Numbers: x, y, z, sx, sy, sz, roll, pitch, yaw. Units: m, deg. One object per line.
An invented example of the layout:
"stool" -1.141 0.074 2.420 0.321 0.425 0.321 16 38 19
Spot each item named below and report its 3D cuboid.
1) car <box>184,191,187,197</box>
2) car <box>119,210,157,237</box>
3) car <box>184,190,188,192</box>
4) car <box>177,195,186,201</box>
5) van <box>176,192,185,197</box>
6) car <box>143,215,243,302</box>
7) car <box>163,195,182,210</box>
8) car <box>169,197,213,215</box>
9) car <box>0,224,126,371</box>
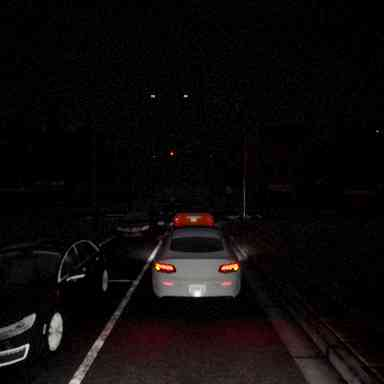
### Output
"car" -2.756 1.343 71.201 2.192 1.841 5.009 -1 0 0
"car" -2.680 1.591 16.725 1.802 1.307 4.206 -2 0 0
"car" -2.778 1.178 93.371 2.192 1.841 5.009 -1 1 0
"car" -2.768 1.472 87.822 2.008 1.369 4.403 -1 0 0
"van" -2.748 1.392 65.658 1.690 1.788 3.998 -1 0 0
"car" 0.090 1.527 8.123 1.812 1.442 4.674 0 0 0
"car" -2.721 1.505 43.502 1.967 1.590 4.097 -2 0 0
"car" 0.076 1.362 18.086 2.097 1.767 4.553 0 0 0
"car" -2.666 1.551 5.830 2.008 1.369 4.403 -2 0 0
